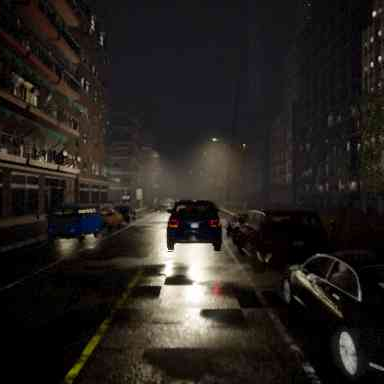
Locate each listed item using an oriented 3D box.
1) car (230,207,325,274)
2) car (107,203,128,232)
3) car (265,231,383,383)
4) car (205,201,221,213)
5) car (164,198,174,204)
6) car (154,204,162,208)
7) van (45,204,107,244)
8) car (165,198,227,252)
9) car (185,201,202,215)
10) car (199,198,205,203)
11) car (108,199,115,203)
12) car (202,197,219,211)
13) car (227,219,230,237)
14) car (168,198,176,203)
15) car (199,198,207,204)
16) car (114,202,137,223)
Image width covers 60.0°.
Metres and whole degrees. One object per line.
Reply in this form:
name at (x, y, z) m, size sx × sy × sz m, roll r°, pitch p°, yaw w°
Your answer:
car at (2.701, 1.403, 10.814) m, size 2.192 × 1.841 × 5.009 m, roll 0°, pitch 0°, yaw 0°
car at (-5.673, 1.703, 21.692) m, size 1.752 × 1.417 × 4.829 m, roll 0°, pitch 0°, yaw 0°
car at (2.697, 1.594, 5.288) m, size 2.008 × 1.369 × 4.403 m, roll 0°, pitch 0°, yaw 0°
car at (2.722, 1.938, 43.947) m, size 1.947 × 1.339 × 4.313 m, roll 0°, pitch -1°, yaw 0°
car at (-5.635, 2.274, 81.862) m, size 2.008 × 1.369 × 4.403 m, roll 0°, pitch -1°, yaw 0°
car at (-2.976, 1.456, 36.027) m, size 2.033 × 1.411 × 5.357 m, roll 0°, pitch -1°, yaw 0°
van at (-5.676, 1.474, 16.341) m, size 1.690 × 1.788 × 3.998 m, roll 0°, pitch 0°, yaw 0°
car at (0.046, 1.341, 14.741) m, size 2.150 × 2.045 × 5.566 m, roll 0°, pitch -1°, yaw -1°
car at (0.124, 1.809, 39.266) m, size 1.882 × 1.535 × 5.008 m, roll 0°, pitch -1°, yaw 0°
car at (2.752, 2.360, 93.092) m, size 1.752 × 1.417 × 4.829 m, roll 0°, pitch -1°, yaw 0°
car at (-16.384, 1.880, 62.466) m, size 4.403 × 1.369 × 2.008 m, roll 1°, pitch -1°, yaw -1°
car at (2.725, 1.737, 49.472) m, size 2.192 × 1.841 × 5.009 m, roll 0°, pitch -1°, yaw 0°
car at (2.704, 1.699, 16.333) m, size 1.947 × 1.339 × 4.313 m, roll 0°, pitch 0°, yaw 0°
car at (-5.629, 2.383, 92.927) m, size 2.008 × 1.369 × 4.403 m, roll 0°, pitch -1°, yaw 0°
car at (2.745, 2.268, 81.857) m, size 1.887 × 1.381 × 4.507 m, roll 0°, pitch -1°, yaw 0°
car at (-5.670, 1.792, 27.385) m, size 1.947 × 1.339 × 4.313 m, roll 0°, pitch 0°, yaw 0°
